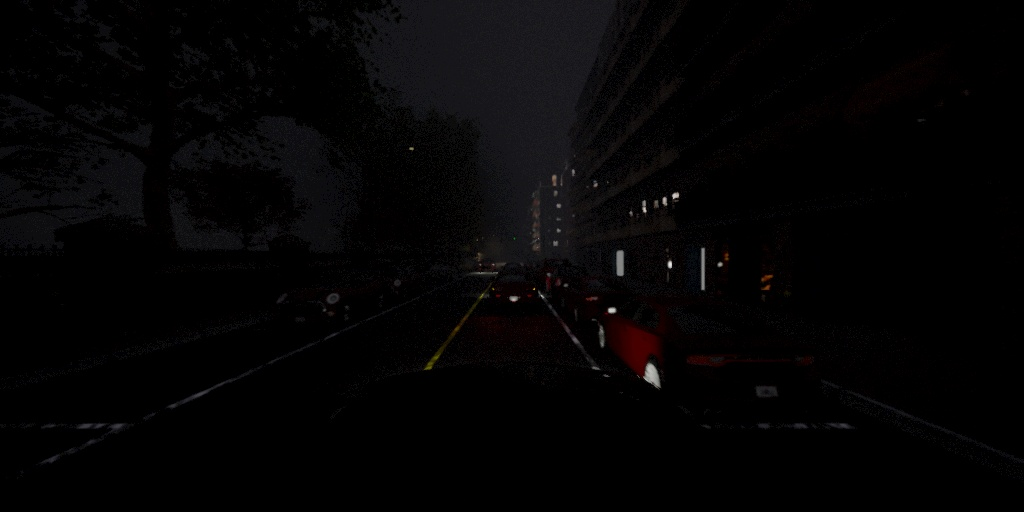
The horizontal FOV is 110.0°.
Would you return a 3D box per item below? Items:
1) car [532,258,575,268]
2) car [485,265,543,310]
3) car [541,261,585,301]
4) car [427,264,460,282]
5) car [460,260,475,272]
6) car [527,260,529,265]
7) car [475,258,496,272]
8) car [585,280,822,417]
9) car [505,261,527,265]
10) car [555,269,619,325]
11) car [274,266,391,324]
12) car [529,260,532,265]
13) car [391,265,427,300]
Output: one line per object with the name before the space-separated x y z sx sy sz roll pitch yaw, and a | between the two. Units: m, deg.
car | 2.687 1.053 22.904 2.192 1.841 5.009 0 0 0
car | 0.074 1.268 14.550 1.812 1.442 4.674 0 0 0
car | 2.689 1.181 17.274 1.967 1.591 4.097 0 0 0
car | -5.694 1.286 28.532 2.007 1.370 4.403 0 0 0
car | -5.698 1.258 45.253 1.751 1.417 4.829 0 0 0
car | 2.682 1.172 45.425 1.967 1.591 4.097 0 0 0
car | -3.097 1.083 45.087 2.097 1.767 4.553 0 0 0
car | 2.691 1.292 6.014 1.888 1.381 4.507 0 0 0
car | 0.070 1.261 29.706 1.812 1.442 4.674 0 0 0
car | 2.689 1.289 11.645 1.888 1.381 4.507 0 0 0
car | -5.691 1.183 11.643 1.967 1.591 4.097 0 0 0
car | 2.686 1.175 28.535 1.967 1.591 4.097 0 0 0
car | -5.692 1.181 17.271 1.967 1.591 4.097 0 0 0
